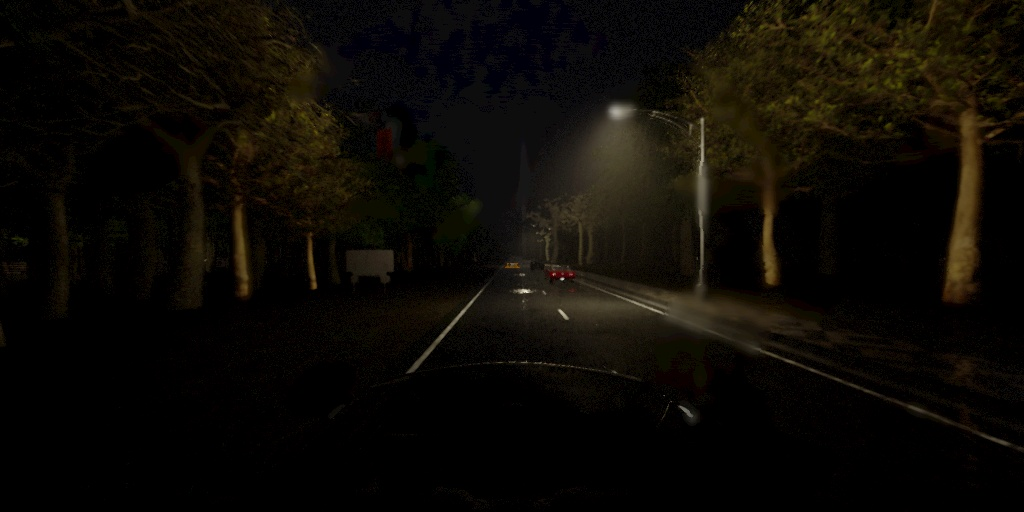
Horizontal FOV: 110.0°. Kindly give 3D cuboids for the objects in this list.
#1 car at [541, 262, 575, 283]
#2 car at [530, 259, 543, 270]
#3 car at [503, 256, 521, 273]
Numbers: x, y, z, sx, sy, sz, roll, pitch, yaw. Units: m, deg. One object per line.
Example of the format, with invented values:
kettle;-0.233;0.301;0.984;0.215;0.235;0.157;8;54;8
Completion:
car;3.607;1.345;27.874;1.895;1.301;4.718;0;0;0
car;3.614;1.213;51.734;2.128;1.511;4.902;0;0;0
car;0.009;0.829;36.043;1.801;1.575;5.366;0;0;0
